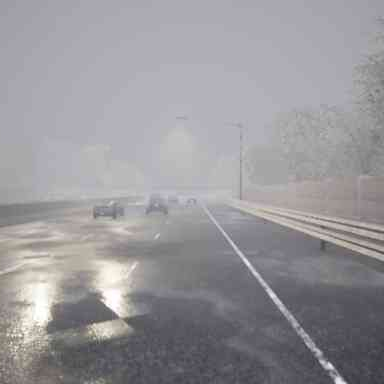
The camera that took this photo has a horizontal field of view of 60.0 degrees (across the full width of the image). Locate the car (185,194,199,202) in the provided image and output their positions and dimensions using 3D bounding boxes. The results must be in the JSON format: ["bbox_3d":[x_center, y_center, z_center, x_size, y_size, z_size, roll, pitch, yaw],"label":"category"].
[{"bbox_3d":[-0.019,1.131,48.107,1.812,1.442,4.674,0,0,0],"label":"car"}]

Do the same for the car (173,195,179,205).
[{"bbox_3d":[-3.424,1.356,60.728,2.097,1.767,4.553,0,0,0],"label":"car"}]

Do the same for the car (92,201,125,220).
[{"bbox_3d":[-6.910,1.476,28.015,2.128,1.511,4.902,0,0,0],"label":"car"}]

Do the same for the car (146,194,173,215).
[{"bbox_3d":[-3.413,1.338,34.090,2.097,1.767,4.553,0,0,0],"label":"car"}]
